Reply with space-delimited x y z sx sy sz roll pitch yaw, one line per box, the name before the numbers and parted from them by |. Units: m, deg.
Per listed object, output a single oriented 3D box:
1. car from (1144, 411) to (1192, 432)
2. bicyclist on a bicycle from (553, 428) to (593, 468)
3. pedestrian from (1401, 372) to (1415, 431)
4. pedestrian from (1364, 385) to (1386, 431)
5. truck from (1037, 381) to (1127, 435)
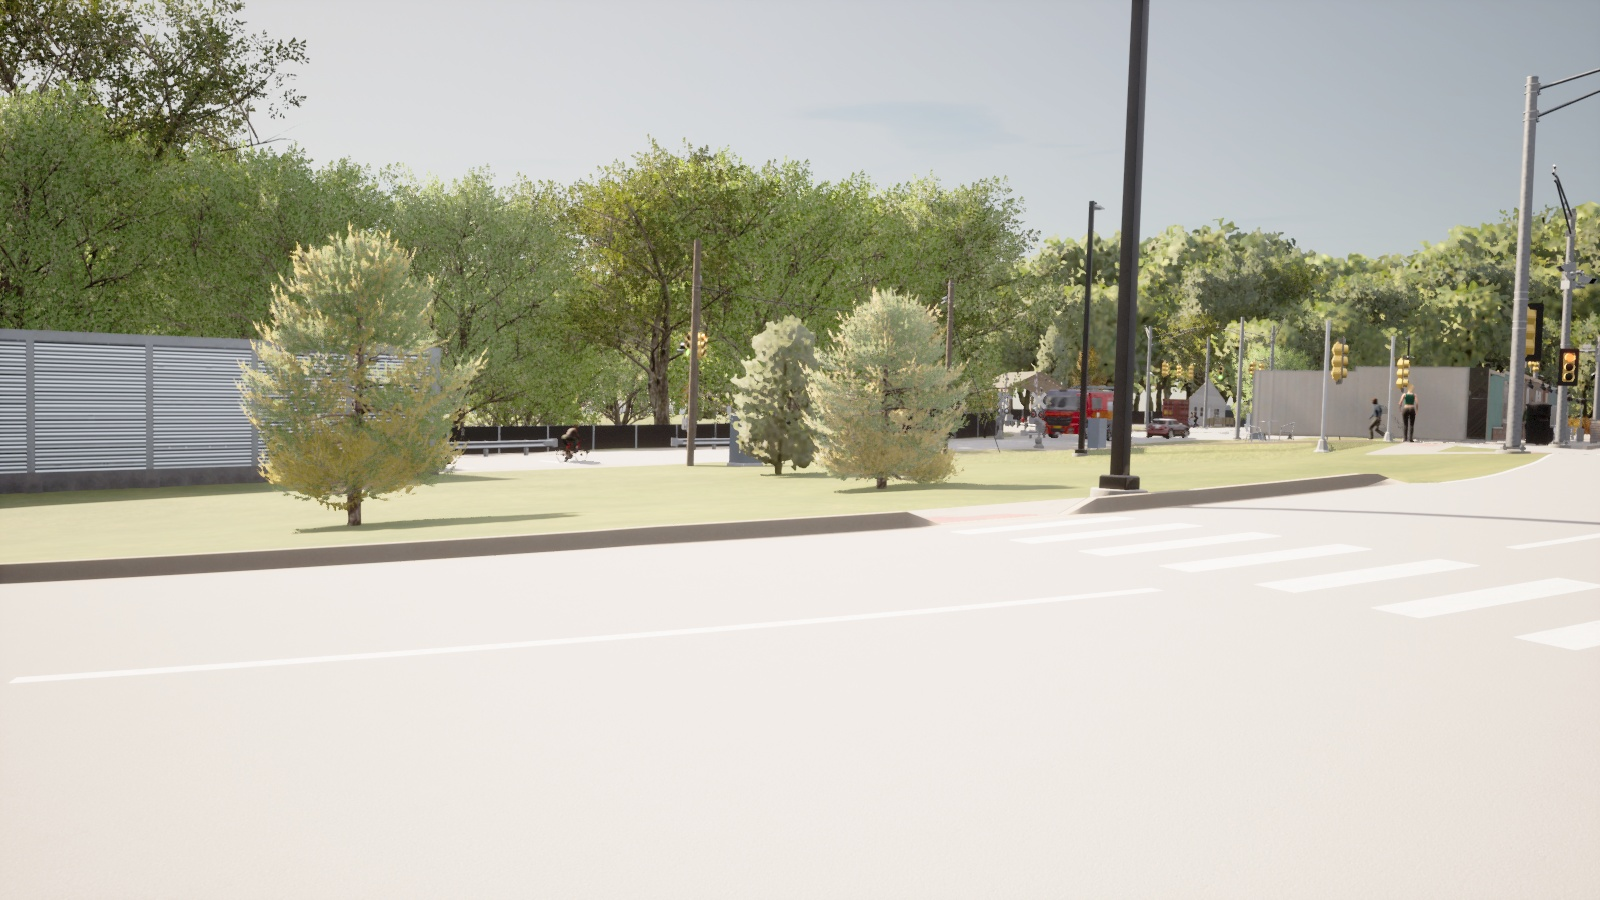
car | 27.919 -2.176 95.164 1.970 1.475 3.806 4 5 43
bicyclist on a bicycle | -9.540 -0.089 52.824 0.582 1.620 1.656 3 3 41
pedestrian | 19.089 -1.517 39.403 0.345 1.836 0.594 2 2 26
pedestrian | 23.176 -1.699 50.604 0.726 1.835 0.370 2 2 26
truck | 20.771 -3.140 92.121 2.891 3.827 8.468 2 3 39
